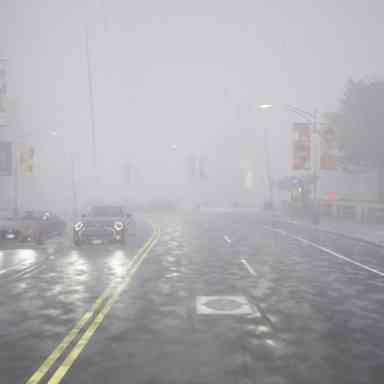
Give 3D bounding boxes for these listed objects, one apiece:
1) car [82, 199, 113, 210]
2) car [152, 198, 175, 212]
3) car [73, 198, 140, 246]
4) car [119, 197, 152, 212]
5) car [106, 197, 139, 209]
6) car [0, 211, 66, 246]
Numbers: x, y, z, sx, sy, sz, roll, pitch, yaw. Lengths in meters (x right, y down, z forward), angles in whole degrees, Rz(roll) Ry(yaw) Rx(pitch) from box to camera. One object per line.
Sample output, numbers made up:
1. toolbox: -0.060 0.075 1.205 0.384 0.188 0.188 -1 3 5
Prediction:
1. car: -12.773 1.601 44.732 4.718 1.301 1.895 0 0 44
2. car: -3.717 1.505 38.958 1.837 1.490 4.892 0 0 -31
3. car: -3.821 1.352 15.180 2.097 1.767 4.553 0 0 -3
4. car: -6.616 1.526 37.191 1.812 1.442 4.674 0 0 -32
5. car: -9.807 1.491 46.661 2.128 1.511 4.902 0 0 -45
6. car: -7.296 1.562 15.209 1.994 1.385 4.181 0 0 -3
